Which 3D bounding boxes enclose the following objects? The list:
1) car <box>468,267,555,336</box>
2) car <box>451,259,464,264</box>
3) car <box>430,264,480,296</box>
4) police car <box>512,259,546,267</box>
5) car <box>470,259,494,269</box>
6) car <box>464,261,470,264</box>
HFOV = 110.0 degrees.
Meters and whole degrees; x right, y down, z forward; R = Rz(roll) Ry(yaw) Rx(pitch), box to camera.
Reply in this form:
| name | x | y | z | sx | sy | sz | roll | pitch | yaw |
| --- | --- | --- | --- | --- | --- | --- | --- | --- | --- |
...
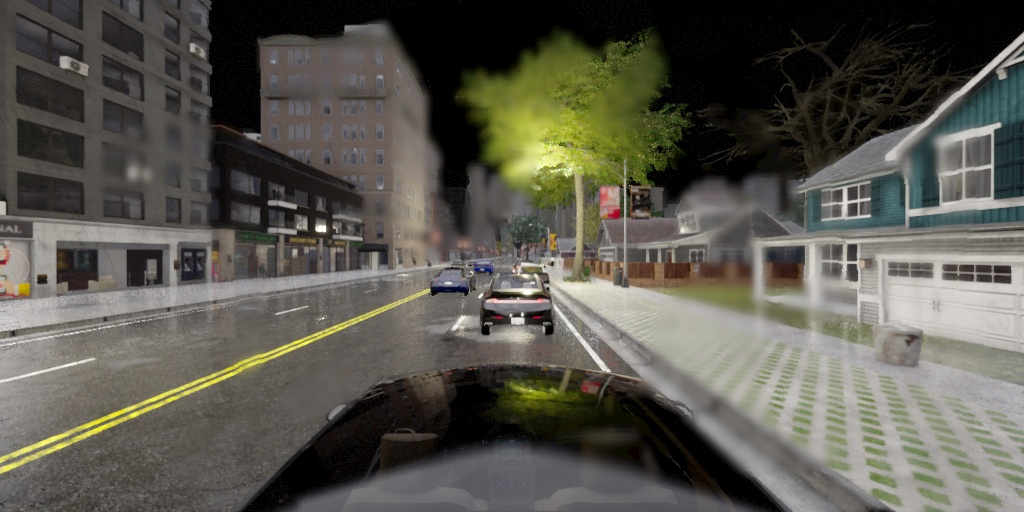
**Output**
| name | x | y | z | sx | sy | sz | roll | pitch | yaw |
| --- | --- | --- | --- | --- | --- | --- | --- | --- | --- |
| car | 0.136 | 1.239 | 10.447 | 2.128 | 1.511 | 4.902 | 0 | 0 | 0 |
| car | -9.526 | 1.266 | 63.646 | 1.994 | 1.385 | 4.181 | 0 | 0 | 1 |
| car | -3.074 | 1.305 | 19.450 | 1.994 | 1.385 | 4.181 | 0 | 0 | 0 |
| police car | 1.057 | 1.166 | 20.695 | 1.930 | 1.638 | 5.238 | 0 | 0 | 0 |
| car | -2.991 | 1.202 | 38.557 | 1.882 | 1.535 | 5.008 | 0 | 0 | 0 |
| car | -6.308 | 1.251 | 60.671 | 2.033 | 1.411 | 5.357 | 0 | 0 | 1 |
